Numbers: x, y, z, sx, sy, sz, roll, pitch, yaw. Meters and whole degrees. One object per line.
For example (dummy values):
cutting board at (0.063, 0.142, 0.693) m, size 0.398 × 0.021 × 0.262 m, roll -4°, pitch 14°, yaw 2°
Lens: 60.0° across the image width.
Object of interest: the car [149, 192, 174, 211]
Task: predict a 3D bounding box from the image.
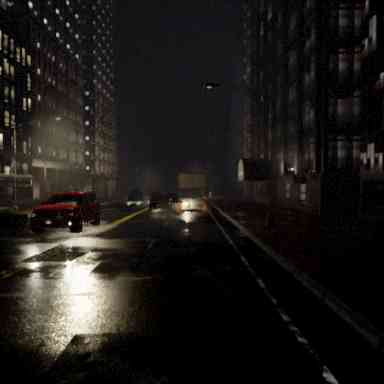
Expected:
car at (-3.143, 1.080, 33.538) m, size 1.882 × 1.535 × 5.008 m, roll 0°, pitch 0°, yaw 0°

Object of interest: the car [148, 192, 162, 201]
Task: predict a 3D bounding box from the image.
car at (-6.528, 0.774, 59.517) m, size 1.882 × 1.535 × 5.008 m, roll 0°, pitch 1°, yaw 1°

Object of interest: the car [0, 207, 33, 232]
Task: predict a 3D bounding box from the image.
car at (-9.845, 1.411, 15.958) m, size 1.895 × 1.301 × 4.718 m, roll 0°, pitch 1°, yaw 0°

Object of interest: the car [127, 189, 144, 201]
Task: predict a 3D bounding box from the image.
car at (-9.783, 0.539, 57.695) m, size 2.150 × 2.045 × 5.566 m, roll 0°, pitch 1°, yaw 1°

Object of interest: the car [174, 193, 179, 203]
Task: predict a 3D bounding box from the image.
car at (-3.139, 0.854, 52.688) m, size 1.882 × 1.535 × 5.008 m, roll 0°, pitch 0°, yaw 0°

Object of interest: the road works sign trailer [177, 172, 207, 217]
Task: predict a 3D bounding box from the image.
road works sign trailer at (0.012, 0.142, 27.103) m, size 2.380 × 3.560 × 2.880 m, roll 0°, pitch 1°, yaw 1°

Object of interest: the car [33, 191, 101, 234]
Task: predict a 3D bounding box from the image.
car at (-6.594, 1.006, 18.043) m, size 2.150 × 2.045 × 5.566 m, roll 0°, pitch 1°, yaw 0°
